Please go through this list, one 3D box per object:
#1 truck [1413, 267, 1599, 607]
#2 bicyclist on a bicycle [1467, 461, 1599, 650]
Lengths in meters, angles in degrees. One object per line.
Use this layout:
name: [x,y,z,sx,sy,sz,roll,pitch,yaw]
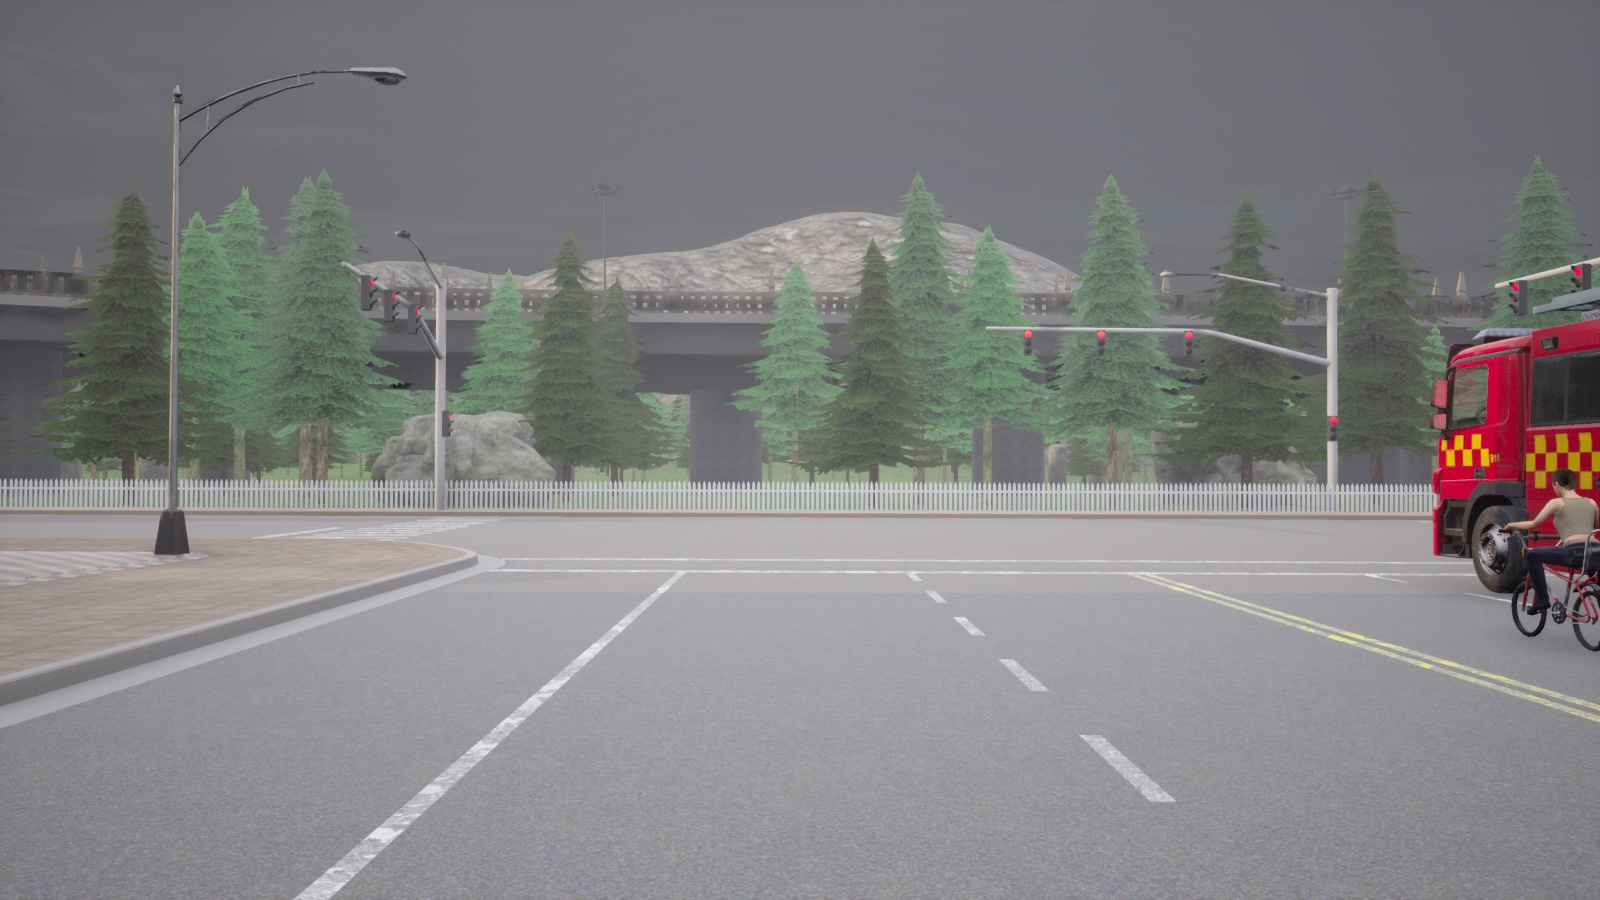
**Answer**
truck: [10.458,-0.155,14.169,2.891,3.827,8.468,0,-1,0]
bicyclist on a bicycle: [6.975,0.916,11.527,0.866,1.612,1.509,0,-1,0]
